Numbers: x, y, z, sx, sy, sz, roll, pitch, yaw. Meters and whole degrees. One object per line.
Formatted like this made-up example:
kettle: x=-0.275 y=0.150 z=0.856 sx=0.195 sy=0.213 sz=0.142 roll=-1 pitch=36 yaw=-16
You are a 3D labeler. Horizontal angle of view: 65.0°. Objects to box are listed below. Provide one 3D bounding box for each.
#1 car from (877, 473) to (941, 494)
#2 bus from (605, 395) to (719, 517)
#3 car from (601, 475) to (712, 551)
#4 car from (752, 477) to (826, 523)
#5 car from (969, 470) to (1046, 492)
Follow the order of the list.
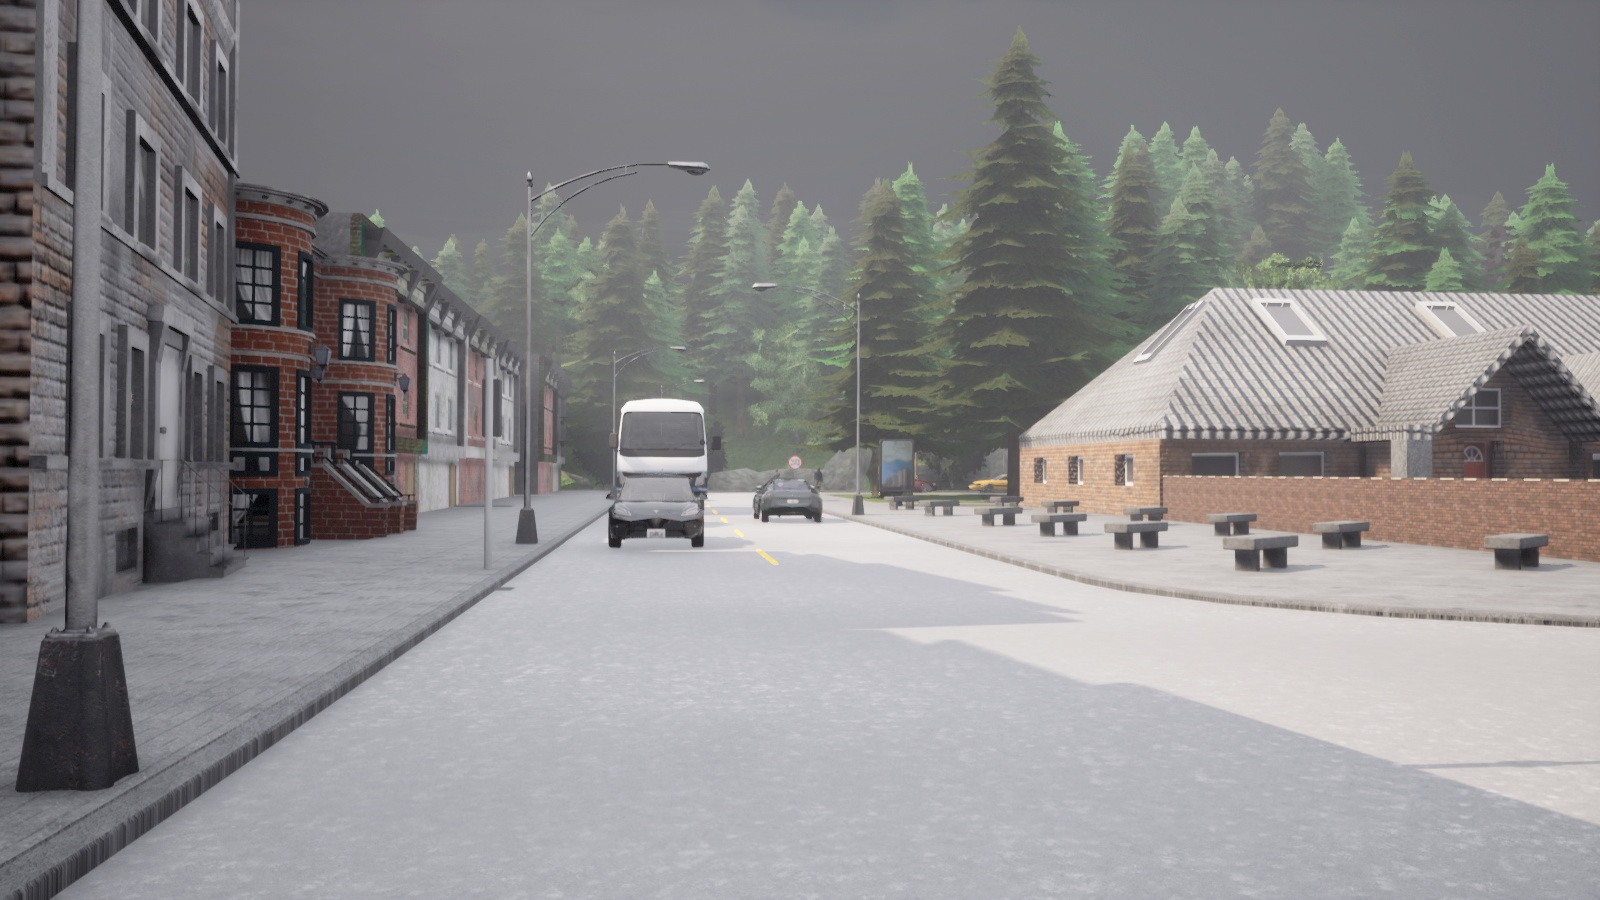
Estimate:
car: x=7.659 y=2.356 z=88.657 sx=4.181 sy=1.385 sz=1.994 roll=0 pitch=-1 yaw=-7
bus: x=-5.334 y=0.293 z=48.933 sx=3.944 sy=4.253 sz=10.273 roll=0 pitch=-1 yaw=-6
car: x=-3.082 y=1.290 z=27.195 sx=2.163 sy=1.488 sz=4.792 roll=0 pitch=-1 yaw=-6
car: x=-0.426 y=1.567 z=40.325 sx=1.994 sy=1.385 sz=4.181 roll=0 pitch=-1 yaw=-6
car: x=15.445 y=2.283 z=93.521 sx=5.366 sy=1.575 sz=1.801 roll=0 pitch=-1 yaw=-6
